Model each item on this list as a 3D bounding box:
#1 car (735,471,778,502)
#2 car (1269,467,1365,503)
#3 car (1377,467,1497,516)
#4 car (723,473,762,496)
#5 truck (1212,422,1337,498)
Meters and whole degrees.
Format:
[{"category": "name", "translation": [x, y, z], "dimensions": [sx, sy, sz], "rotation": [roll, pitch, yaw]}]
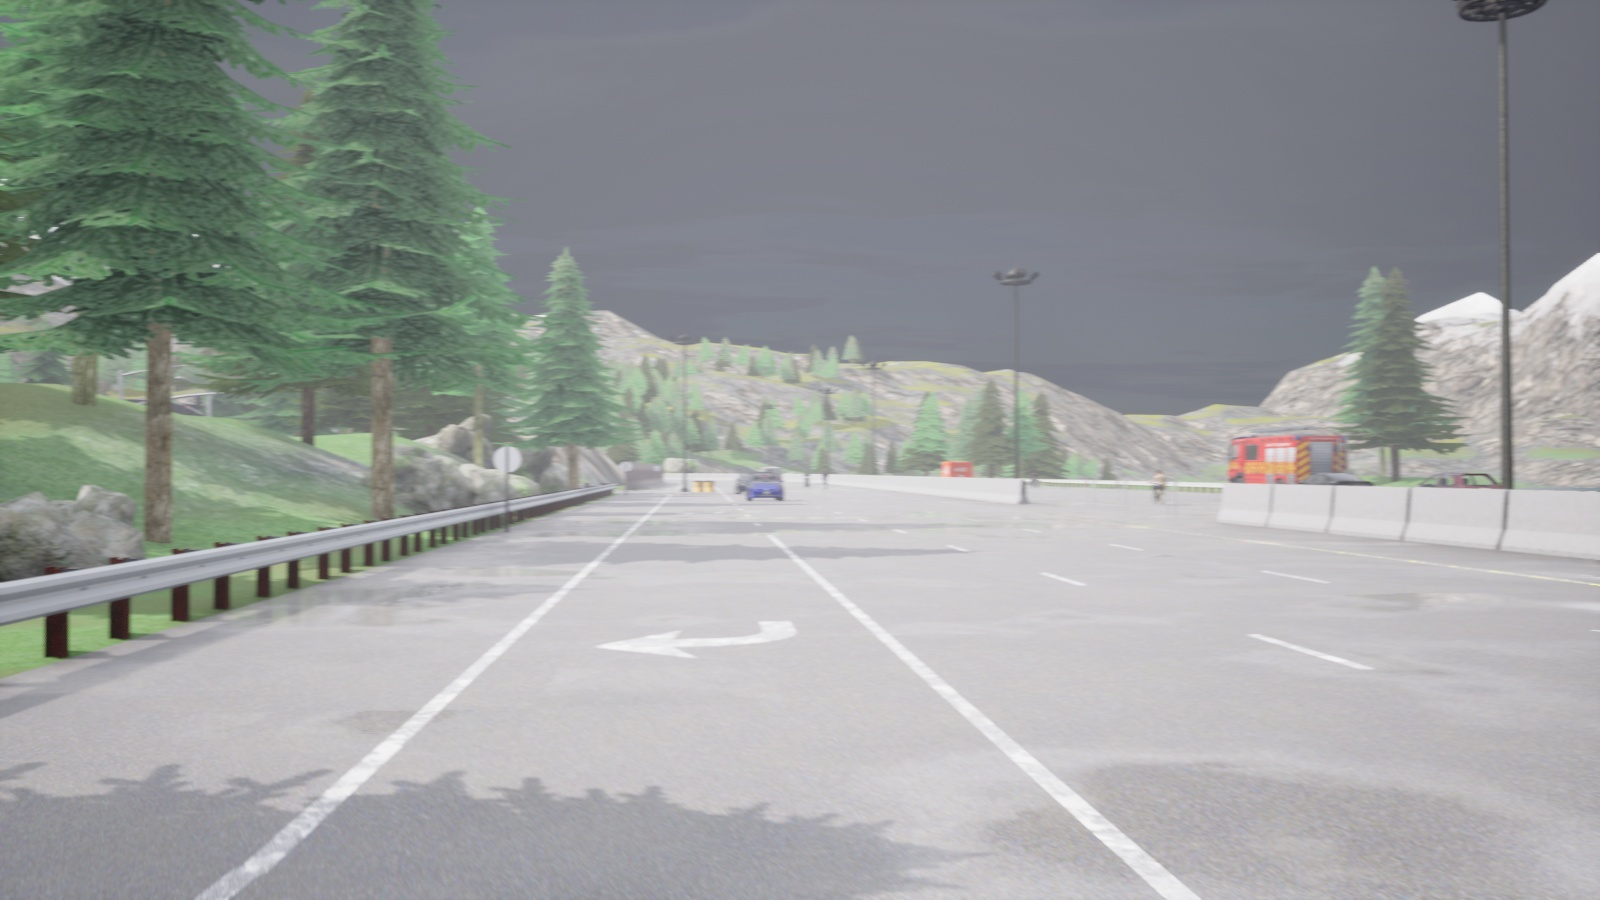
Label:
[{"category": "car", "translation": [-2.304, 1.899, 65.905], "dimensions": [2.007, 1.525, 4.514], "rotation": [0, -1, -5]}, {"category": "car", "translation": [23.133, 1.532, 56.392], "dimensions": [1.882, 1.535, 5.008], "rotation": [0, -1, -5]}, {"category": "car", "translation": [20.953, 1.337, 41.445], "dimensions": [1.845, 1.501, 3.633], "rotation": [0, -1, -5]}, {"category": "car", "translation": [-3.918, 2.287, 84.817], "dimensions": [2.163, 1.488, 4.792], "rotation": [-1, -1, -8]}, {"category": "truck", "translation": [25.585, 0.569, 68.284], "dimensions": [2.891, 3.827, 8.468], "rotation": [0, -1, -5]}]
